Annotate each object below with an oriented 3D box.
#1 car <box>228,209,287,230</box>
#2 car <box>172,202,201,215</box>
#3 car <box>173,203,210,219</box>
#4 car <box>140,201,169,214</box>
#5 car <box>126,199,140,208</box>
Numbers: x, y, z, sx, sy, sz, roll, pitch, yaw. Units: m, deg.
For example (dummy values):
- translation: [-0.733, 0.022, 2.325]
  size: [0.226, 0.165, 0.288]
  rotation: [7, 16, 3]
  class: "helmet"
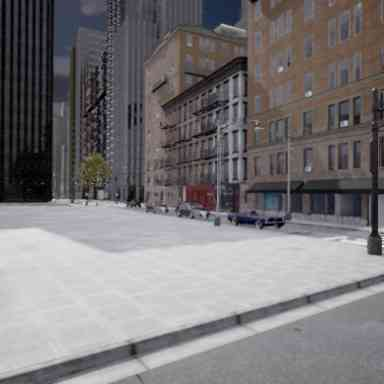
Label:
- translation: [4.558, 1.902, 23.899]
  size: [1.895, 1.301, 4.718]
  rotation: [1, -1, -26]
  class: "car"
- translation: [-0.721, 2.018, 40.709]
  size: [1.994, 1.385, 4.181]
  rotation: [1, -1, -26]
  class: "car"
- translation: [0.050, 1.867, 33.044]
  size: [2.128, 1.511, 4.902]
  rotation: [1, -1, -26]
  class: "car"
- translation: [-4.493, 1.947, 42.291]
  size: [2.128, 1.511, 4.902]
  rotation: [1, -1, -26]
  class: "car"
- translation: [-10.751, 2.143, 61.055]
  size: [1.837, 1.490, 4.892]
  rotation: [1, -2, -27]
  class: "car"
